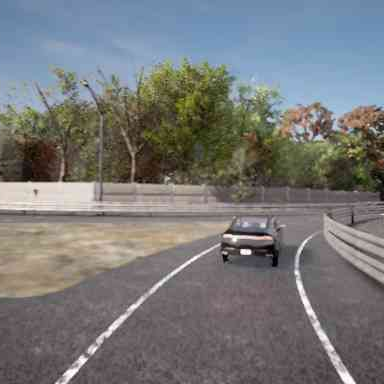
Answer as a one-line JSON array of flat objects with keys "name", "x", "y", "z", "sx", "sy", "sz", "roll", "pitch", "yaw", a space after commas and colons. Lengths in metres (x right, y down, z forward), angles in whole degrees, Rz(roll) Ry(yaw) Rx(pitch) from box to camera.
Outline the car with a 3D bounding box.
[{"name": "car", "x": 2.323, "y": 1.578, "z": 12.122, "sx": 2.128, "sy": 1.511, "sz": 4.902, "roll": 1, "pitch": 0, "yaw": 18}]
